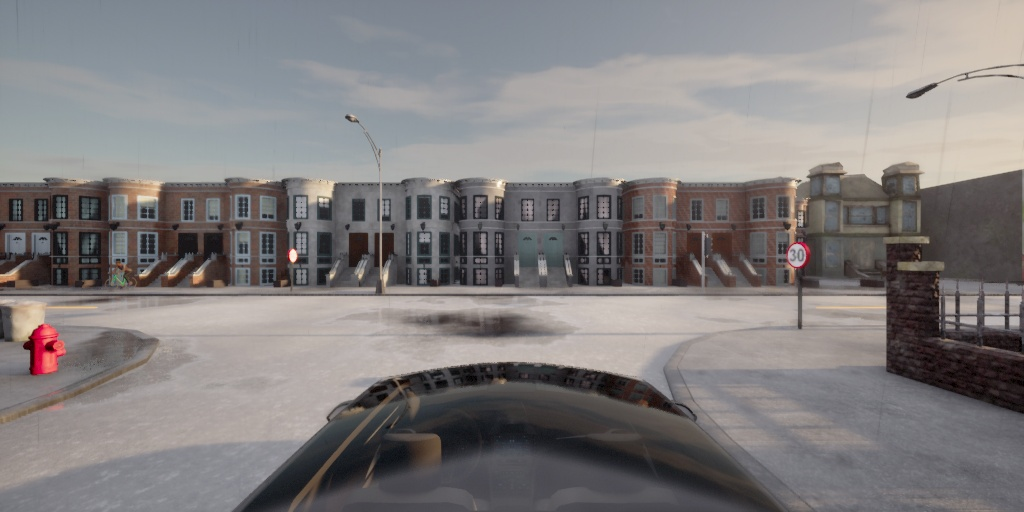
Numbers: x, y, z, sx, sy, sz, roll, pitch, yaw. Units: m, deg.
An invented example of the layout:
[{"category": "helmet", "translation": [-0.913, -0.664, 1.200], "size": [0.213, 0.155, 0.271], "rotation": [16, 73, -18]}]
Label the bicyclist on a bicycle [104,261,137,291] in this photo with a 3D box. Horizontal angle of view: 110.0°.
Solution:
[{"category": "bicyclist on a bicycle", "translation": [-21.801, 1.099, 20.000], "size": [0.582, 1.620, 1.656], "rotation": [0, 0, 0]}]
